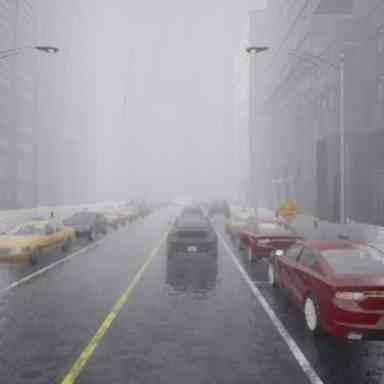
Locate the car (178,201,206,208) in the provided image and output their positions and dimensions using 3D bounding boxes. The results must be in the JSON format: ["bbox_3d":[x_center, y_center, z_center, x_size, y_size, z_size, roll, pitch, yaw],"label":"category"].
[{"bbox_3d":[0.035,1.811,28.497,1.837,1.490,4.892,0,0,0],"label":"car"}]

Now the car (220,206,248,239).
[{"bbox_3d":[2.771,1.718,18.163,1.752,1.417,4.829,0,-1,0],"label":"car"}]

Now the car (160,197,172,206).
[{"bbox_3d":[-5.722,2.137,74.395,2.192,1.841,5.009,0,-1,0],"label":"car"}]

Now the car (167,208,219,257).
[{"bbox_3d":[0.027,1.651,13.494,1.837,1.490,4.892,0,0,0],"label":"car"}]

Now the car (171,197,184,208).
[{"bbox_3d":[-2.986,2.186,64.565,1.882,1.535,5.008,0,-1,1],"label":"car"}]

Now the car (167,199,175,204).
[{"bbox_3d":[-5.711,2.585,91.314,1.947,1.339,4.313,0,-1,0],"label":"car"}]

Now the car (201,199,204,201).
[{"bbox_3d":[2.791,2.113,51.833,2.008,1.369,4.403,0,-1,0],"label":"car"}]

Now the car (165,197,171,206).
[{"bbox_3d":[-5.729,2.007,63.115,2.192,1.841,5.009,0,-1,0],"label":"car"}]

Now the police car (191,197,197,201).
[{"bbox_3d":[0.892,2.342,82.521,1.930,1.638,5.238,0,-1,-1],"label":"police car"}]

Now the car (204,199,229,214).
[{"bbox_3d":[2.780,1.689,34.915,2.192,1.841,5.009,0,-1,0],"label":"car"}]

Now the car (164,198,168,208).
[{"bbox_3d":[-5.731,2.177,57.472,2.008,1.369,4.403,0,-1,0],"label":"car"}]

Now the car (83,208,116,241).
[{"bbox_3d":[-5.754,1.757,17.989,1.947,1.339,4.313,0,-1,0],"label":"car"}]

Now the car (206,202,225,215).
[{"bbox_3d":[2.784,1.987,40.553,2.008,1.369,4.403,0,-1,0],"label":"car"}]

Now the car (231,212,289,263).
[{"bbox_3d":[2.768,1.676,12.352,1.887,1.381,4.507,0,-1,0],"label":"car"}]

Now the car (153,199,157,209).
[{"bbox_3d":[-5.741,1.960,40.381,1.752,1.417,4.829,0,-1,0],"label":"car"}]

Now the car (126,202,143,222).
[{"bbox_3d":[-5.748,1.836,29.100,1.752,1.417,4.829,0,-1,0],"label":"car"}]

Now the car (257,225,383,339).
[{"bbox_3d":[2.765,1.616,6.712,1.887,1.381,4.507,0,-1,0],"label":"car"}]

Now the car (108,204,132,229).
[{"bbox_3d":[-5.751,1.775,23.460,1.752,1.417,4.829,0,-1,0],"label":"car"}]

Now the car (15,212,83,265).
[{"bbox_3d":[-5.757,1.655,12.179,1.752,1.417,4.829,0,-1,0],"label":"car"}]

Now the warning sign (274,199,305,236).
[{"bbox_3d":[5.081,1.300,17.422,1.300,1.860,1.060,0,0,0],"label":"warning sign"}]

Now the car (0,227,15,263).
[{"bbox_3d":[-5.760,1.638,6.708,1.947,1.339,4.313,0,-1,0],"label":"car"}]

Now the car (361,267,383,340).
[{"bbox_3d":[2.762,1.540,1.242,1.752,1.417,4.829,0,-1,0],"label":"car"}]

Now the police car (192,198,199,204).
[{"bbox_3d":[0.955,2.458,92.530,1.930,1.638,5.238,0,-1,0],"label":"police car"}]

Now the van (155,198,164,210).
[{"bbox_3d":[-5.735,1.904,51.834,1.690,1.788,3.998,0,-1,0],"label":"van"}]

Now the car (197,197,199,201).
[{"bbox_3d":[2.807,2.454,80.033,1.947,1.339,4.313,0,-1,0],"label":"car"}]

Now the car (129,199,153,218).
[{"bbox_3d":[-5.745,1.689,34.913,2.192,1.841,5.009,0,-1,0],"label":"car"}]

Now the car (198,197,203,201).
[{"bbox_3d":[2.800,2.197,68.754,1.967,1.590,4.097,0,-1,0],"label":"car"}]
